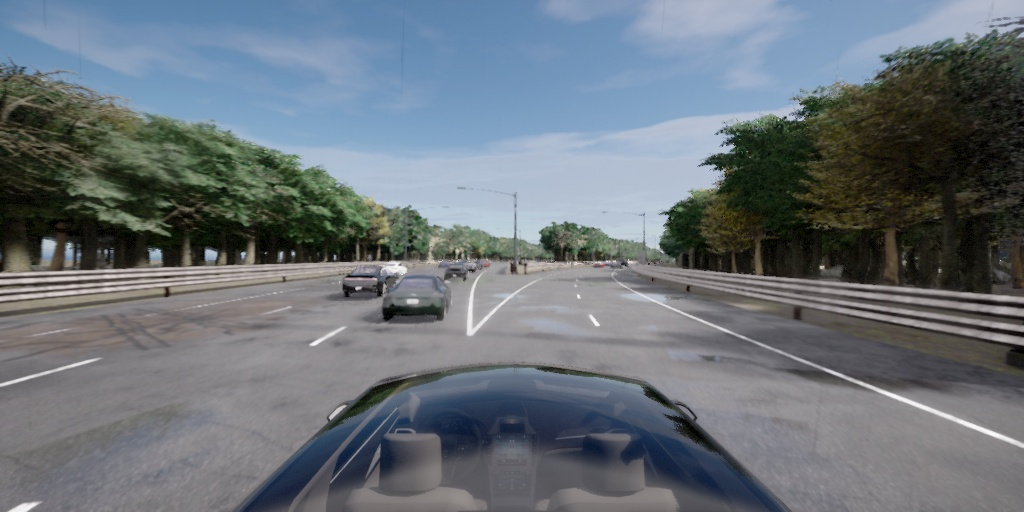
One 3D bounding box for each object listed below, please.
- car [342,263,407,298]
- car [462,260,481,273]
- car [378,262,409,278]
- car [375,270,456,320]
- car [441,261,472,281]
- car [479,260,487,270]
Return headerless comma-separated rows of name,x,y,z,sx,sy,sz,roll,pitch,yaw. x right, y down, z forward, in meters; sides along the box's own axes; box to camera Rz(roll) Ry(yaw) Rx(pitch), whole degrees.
car,-7.251,1.285,18.840,2.128,1.511,4.902,1,0,-5
car,-5.628,1.599,48.031,1.895,1.301,4.718,1,0,-2
car,-12.092,1.392,36.789,1.812,1.442,4.674,0,0,-3
car,-3.226,1.354,12.858,1.994,1.385,4.181,1,0,-6
car,-4.877,1.411,32.043,1.837,1.490,4.892,0,0,-4
car,-5.796,1.559,60.061,2.128,1.511,4.902,0,0,0
